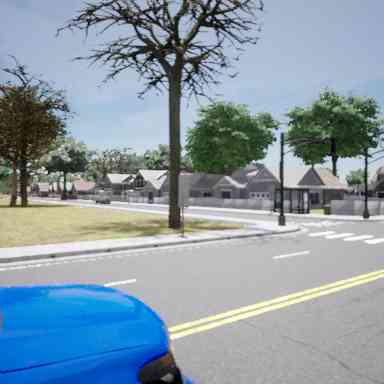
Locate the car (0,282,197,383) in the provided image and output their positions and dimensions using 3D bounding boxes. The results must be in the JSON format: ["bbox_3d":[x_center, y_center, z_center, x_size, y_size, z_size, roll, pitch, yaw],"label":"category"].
[{"bbox_3d":[-2.580,1.215,1.602,5.566,2.045,2.150,0,0,-36],"label":"car"}]

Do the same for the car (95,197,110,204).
[{"bbox_3d":[-18.016,1.739,67.226,1.812,1.442,4.674,0,0,-35],"label":"car"}]
